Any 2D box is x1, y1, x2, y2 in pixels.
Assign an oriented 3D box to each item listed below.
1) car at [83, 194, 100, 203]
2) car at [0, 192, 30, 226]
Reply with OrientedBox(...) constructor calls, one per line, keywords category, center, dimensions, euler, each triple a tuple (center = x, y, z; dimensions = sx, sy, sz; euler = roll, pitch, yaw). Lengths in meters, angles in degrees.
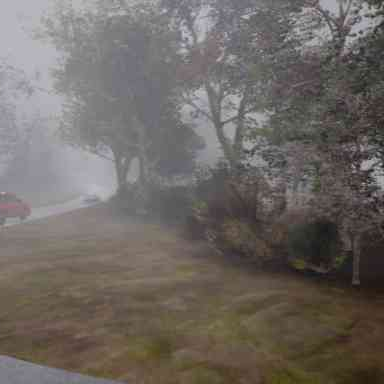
OrientedBox(category="car", center=(-15.843, 0.936, 52.621), dimensions=(1.895, 1.301, 4.718), euler=(-2, 2, -7))
OrientedBox(category="car", center=(-12.774, 1.030, 21.949), dimensions=(2.150, 2.045, 5.566), euler=(0, 1, -4))
